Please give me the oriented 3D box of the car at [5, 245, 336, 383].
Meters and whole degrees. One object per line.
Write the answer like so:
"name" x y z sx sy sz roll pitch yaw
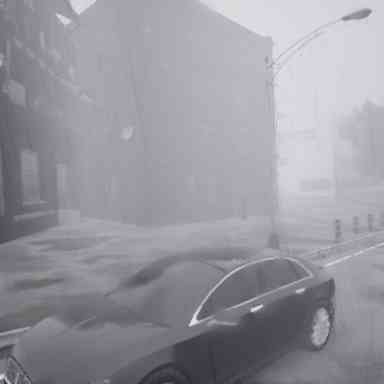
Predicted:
"car" 0.222 1.579 4.554 4.892 1.490 1.837 0 -1 -42
